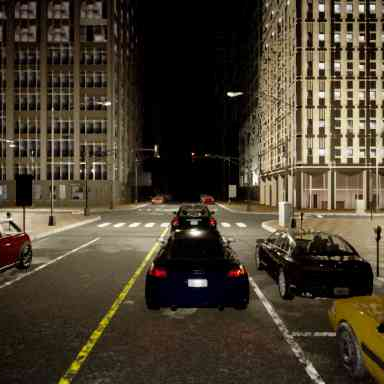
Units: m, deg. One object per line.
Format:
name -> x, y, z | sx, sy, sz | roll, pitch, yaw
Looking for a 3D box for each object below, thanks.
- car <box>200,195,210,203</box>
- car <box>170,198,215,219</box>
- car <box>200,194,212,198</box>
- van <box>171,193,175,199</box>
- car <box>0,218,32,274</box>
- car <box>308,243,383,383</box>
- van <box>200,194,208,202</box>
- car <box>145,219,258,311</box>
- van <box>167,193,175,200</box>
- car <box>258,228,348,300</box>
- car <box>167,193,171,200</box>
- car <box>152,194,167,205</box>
car -> 2.641, 1.363, 68.794 | 1.967, 1.590, 4.097 | 0, 0, 0
car -> 0.086, 1.346, 16.454 | 2.097, 1.767, 4.553 | 0, 0, 0
car -> 2.745, 1.388, 57.426 | 1.967, 1.590, 4.097 | 0, 0, 0
van -> -5.747, 1.236, 80.161 | 1.690, 1.788, 3.998 | 0, 0, 0
car -> -5.695, 1.439, 8.158 | 1.967, 1.590, 4.097 | 0, 0, 0
car -> 2.689, 1.525, 2.668 | 1.752, 1.417, 4.829 | 0, 0, 0
van -> 2.637, 1.250, 74.479 | 1.690, 1.788, 3.998 | 0, 0, 0
car -> 0.096, 1.563, 7.821 | 1.994, 1.385, 4.181 | 0, 0, 0
van -> -5.755, 1.205, 91.533 | 1.690, 1.788, 3.998 | 0, 0, 0
car -> 2.685, 1.549, 8.165 | 2.008, 1.369, 4.403 | 0, 0, 0
car -> -5.764, 1.251, 63.106 | 2.192, 1.841, 5.009 | 0, 0, 0
car -> -5.826, 1.388, 57.421 | 1.967, 1.590, 4.097 | 0, 0, 0
